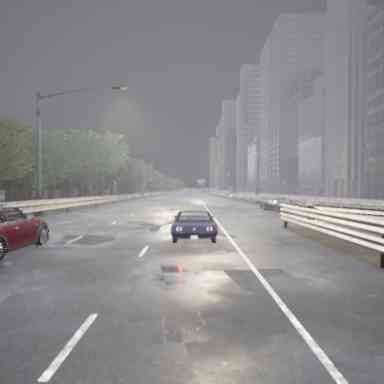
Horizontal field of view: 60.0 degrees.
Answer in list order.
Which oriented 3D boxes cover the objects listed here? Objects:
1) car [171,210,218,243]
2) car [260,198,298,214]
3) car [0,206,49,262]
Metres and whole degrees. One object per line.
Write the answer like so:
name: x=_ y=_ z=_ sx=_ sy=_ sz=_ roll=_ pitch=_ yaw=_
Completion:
car: x=0.095 y=1.488 z=15.420 sx=1.895 sy=1.301 sz=4.718 roll=0 pitch=0 yaw=0
car: x=8.547 y=1.341 z=32.881 sx=2.033 sy=1.411 sz=5.357 roll=0 pitch=0 yaw=-12
car: x=-6.903 y=1.265 z=11.756 sx=2.097 sy=1.767 sz=4.553 roll=0 pitch=0 yaw=0
